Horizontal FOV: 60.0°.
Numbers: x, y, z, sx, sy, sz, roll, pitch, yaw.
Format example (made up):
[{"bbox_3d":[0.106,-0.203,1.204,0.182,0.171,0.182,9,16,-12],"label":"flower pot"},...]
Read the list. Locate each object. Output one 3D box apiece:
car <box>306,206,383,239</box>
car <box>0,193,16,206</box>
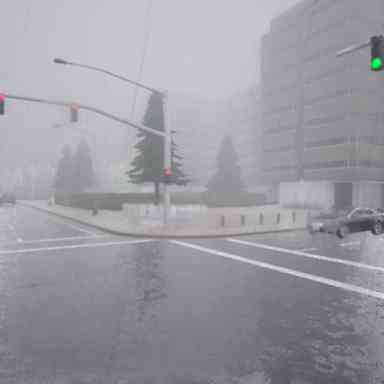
[{"bbox_3d":[8.077,1.502,17.403,4.902,1.511,2.128,0,0,-32],"label":"car"},{"bbox_3d":[-31.247,1.214,56.560,2.150,2.045,5.566,0,0,-32],"label":"car"}]
